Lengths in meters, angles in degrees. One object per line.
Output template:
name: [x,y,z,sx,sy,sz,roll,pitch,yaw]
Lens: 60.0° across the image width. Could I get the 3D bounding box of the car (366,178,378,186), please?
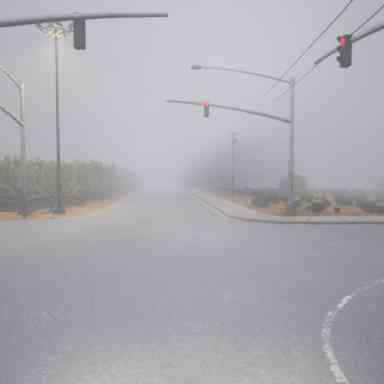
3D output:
car: [42.112,-2.341,77.606,1.905,1.878,3.866,10,10,41]
